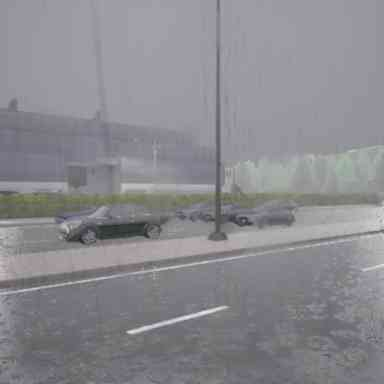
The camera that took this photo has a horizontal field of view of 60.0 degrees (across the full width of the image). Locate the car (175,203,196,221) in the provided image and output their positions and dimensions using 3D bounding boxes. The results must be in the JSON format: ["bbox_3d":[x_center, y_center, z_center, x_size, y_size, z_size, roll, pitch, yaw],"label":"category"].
[{"bbox_3d":[0.702,1.567,27.104,4.181,1.385,1.994,0,0,-36],"label":"car"}]

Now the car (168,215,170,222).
[{"bbox_3d":[-3.772,1.600,19.685,4.718,1.301,1.895,0,0,-35],"label":"car"}]

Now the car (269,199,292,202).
[{"bbox_3d":[8.419,1.508,32.639,4.892,1.490,1.837,0,0,-35],"label":"car"}]

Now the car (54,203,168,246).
[{"bbox_3d":[-3.718,1.350,15.437,4.553,1.767,2.097,0,0,-35],"label":"car"}]

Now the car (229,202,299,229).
[{"bbox_3d":[4.770,1.565,21.408,4.181,1.385,1.994,0,0,-36],"label":"car"}]

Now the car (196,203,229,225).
[{"bbox_3d":[2.736,1.580,24.256,4.181,1.385,1.994,0,0,-36],"label":"car"}]

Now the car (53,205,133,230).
[{"bbox_3d":[-6.505,1.600,22.039,4.718,1.301,1.895,0,0,-35],"label":"car"}]
